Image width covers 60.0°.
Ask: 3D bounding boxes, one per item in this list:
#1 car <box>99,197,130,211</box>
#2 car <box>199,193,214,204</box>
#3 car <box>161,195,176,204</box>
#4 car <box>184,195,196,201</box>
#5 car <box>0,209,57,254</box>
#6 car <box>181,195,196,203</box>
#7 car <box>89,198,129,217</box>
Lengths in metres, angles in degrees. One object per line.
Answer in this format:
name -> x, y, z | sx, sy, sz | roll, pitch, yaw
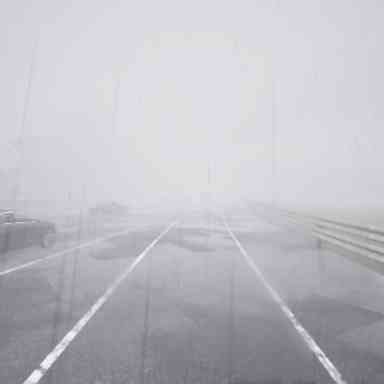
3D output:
car -> -8.970, 1.376, 39.019 | 1.812, 1.442, 4.674 | 0, 0, 10
car -> 2.725, 1.119, 63.430 | 2.150, 2.045, 5.566 | 0, 0, 12
car -> -4.441, 1.373, 63.251 | 1.882, 1.535, 5.008 | 0, 0, 12
car -> -0.418, 1.457, 81.937 | 1.812, 1.442, 4.674 | 0, 0, 13
car -> -6.234, 1.298, 10.633 | 2.128, 1.511, 4.902 | 0, 0, 8
car -> -0.852, 1.422, 63.312 | 1.812, 1.442, 4.674 | 0, 0, 12
car -> -7.095, 1.435, 29.056 | 1.895, 1.301, 4.718 | 0, 0, 9
